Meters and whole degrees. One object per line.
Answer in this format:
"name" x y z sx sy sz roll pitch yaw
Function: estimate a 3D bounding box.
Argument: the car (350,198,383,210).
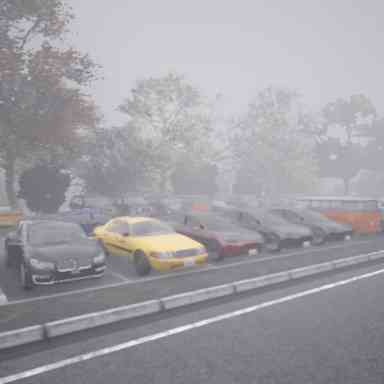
"car" 24.662 1.590 45.715 2.163 1.488 4.792 0 0 -35

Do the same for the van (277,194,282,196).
"van" 10.931 1.235 36.136 1.878 1.987 4.442 0 0 -35

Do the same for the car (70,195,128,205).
"car" -6.943 1.229 23.257 2.435 2.045 5.566 0 0 -35

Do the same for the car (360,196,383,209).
"car" 26.785 1.451 47.297 2.185 1.767 4.553 0 0 -35

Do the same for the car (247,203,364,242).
"car" 5.086 1.498 15.758 2.163 1.488 4.792 0 0 -35

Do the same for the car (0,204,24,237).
"car" -11.473 1.495 20.066 2.097 1.535 5.008 0 0 -35

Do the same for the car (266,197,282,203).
"car" 6.570 1.475 32.930 2.163 1.488 4.792 0 0 -35

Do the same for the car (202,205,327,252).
"car" 2.823 1.505 14.150 2.163 1.488 4.792 0 0 -35

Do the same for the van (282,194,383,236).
"van" 7.264 1.235 17.485 1.878 1.987 4.442 0 0 -35

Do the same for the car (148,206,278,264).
"car" 0.560 1.512 12.542 2.163 1.488 4.792 0 0 -35

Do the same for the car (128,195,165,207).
"car" -4.685 1.222 24.862 2.435 2.045 5.566 0 0 -35

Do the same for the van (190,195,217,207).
"van" -0.253 1.233 28.189 1.878 1.987 4.442 0 0 -35

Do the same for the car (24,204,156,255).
"car" -4.330 1.487 14.547 5.008 1.535 1.882 0 0 -35

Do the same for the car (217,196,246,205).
"car" 2.070 1.451 29.703 2.097 1.535 5.008 0 0 -35

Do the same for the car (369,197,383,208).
"car" 29.064 1.593 48.872 2.097 1.535 5.008 0 0 -35

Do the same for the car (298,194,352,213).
"car" 15.599 1.242 39.345 2.435 2.045 5.566 0 0 -35

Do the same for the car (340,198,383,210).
"car" 22.389 1.583 44.132 2.002 1.452 4.674 0 0 -35

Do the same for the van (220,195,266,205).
"van" 4.406 1.221 31.224 1.878 1.987 4.442 0 0 -36

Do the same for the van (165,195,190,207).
"van" -2.376 1.240 26.394 1.878 1.987 4.442 0 0 -35

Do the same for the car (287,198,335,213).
"car" 13.373 1.506 37.693 2.163 1.488 4.792 0 0 -35
